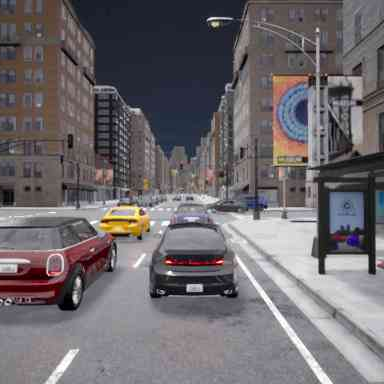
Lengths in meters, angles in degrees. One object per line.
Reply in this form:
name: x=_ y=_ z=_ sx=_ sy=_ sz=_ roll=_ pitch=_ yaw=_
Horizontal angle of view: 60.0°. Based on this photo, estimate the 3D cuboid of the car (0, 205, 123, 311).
car: x=-3.220 y=1.354 z=7.927 sx=2.097 sy=1.767 sz=4.553 roll=0 pitch=0 yaw=-1

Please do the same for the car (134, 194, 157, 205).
car: x=-6.940 y=1.366 z=50.335 sx=2.097 sy=1.767 sz=4.553 roll=0 pitch=0 yaw=0

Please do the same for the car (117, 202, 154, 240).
car: x=-3.279 y=1.483 z=17.055 sx=1.882 sy=1.535 sz=5.008 roll=0 pitch=0 yaw=-1

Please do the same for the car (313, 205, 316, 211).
car: x=15.566 y=1.693 z=35.808 sx=4.718 sy=1.301 sz=1.895 roll=0 pitch=-1 yaw=0

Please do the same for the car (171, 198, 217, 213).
car: x=-0.033 y=1.357 z=17.433 sx=2.097 sy=1.767 sz=4.553 roll=0 pitch=0 yaw=0

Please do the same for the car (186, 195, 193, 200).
car: x=-0.620 y=1.427 z=92.024 sx=1.895 sy=1.301 sz=4.718 roll=0 pitch=0 yaw=0

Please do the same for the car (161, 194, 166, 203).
car: x=-6.968 y=1.577 z=68.919 sx=1.994 sy=1.385 sz=4.181 roll=0 pitch=0 yaw=0

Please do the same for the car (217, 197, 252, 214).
car: x=3.440 y=1.553 z=35.032 sx=4.892 sy=1.490 sz=1.837 roll=1 pitch=-1 yaw=-12

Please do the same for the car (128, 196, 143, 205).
car: x=-10.230 y=1.519 z=60.182 sx=1.837 sy=1.490 sz=4.892 roll=0 pitch=0 yaw=0

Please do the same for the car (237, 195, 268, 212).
car: x=6.049 y=1.326 z=38.977 sx=5.566 sy=2.045 sz=2.150 roll=0 pitch=-1 yaw=-1

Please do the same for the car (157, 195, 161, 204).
car: x=-6.986 y=1.540 z=58.911 sx=1.812 sy=1.442 sz=4.674 roll=0 pitch=0 yaw=0

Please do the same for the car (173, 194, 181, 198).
car: x=-3.804 y=1.597 z=82.001 sx=1.895 sy=1.301 sz=4.718 roll=0 pitch=0 yaw=0

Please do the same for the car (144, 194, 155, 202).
car: x=-10.295 y=1.365 z=80.544 sx=2.097 sy=1.767 sz=4.553 roll=0 pitch=0 yaw=0

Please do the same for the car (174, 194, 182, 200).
car: x=-3.870 y=1.357 z=91.973 sx=2.128 sy=1.511 sz=4.902 roll=0 pitch=0 yaw=0

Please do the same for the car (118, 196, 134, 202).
car: x=-10.197 y=1.578 z=51.361 sx=1.994 sy=1.385 sz=4.181 roll=0 pitch=0 yaw=0

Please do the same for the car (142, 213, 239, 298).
car: x=0.024 y=1.507 z=8.497 sx=1.837 sy=1.490 sz=4.892 roll=0 pitch=0 yaw=-1

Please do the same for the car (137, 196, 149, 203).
car: x=-10.227 y=1.608 z=70.230 sx=1.895 sy=1.301 sz=4.718 roll=0 pitch=0 yaw=0

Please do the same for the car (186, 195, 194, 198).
car: x=-0.551 y=1.479 z=81.575 sx=1.882 sy=1.535 sz=5.008 roll=0 pitch=0 yaw=0
